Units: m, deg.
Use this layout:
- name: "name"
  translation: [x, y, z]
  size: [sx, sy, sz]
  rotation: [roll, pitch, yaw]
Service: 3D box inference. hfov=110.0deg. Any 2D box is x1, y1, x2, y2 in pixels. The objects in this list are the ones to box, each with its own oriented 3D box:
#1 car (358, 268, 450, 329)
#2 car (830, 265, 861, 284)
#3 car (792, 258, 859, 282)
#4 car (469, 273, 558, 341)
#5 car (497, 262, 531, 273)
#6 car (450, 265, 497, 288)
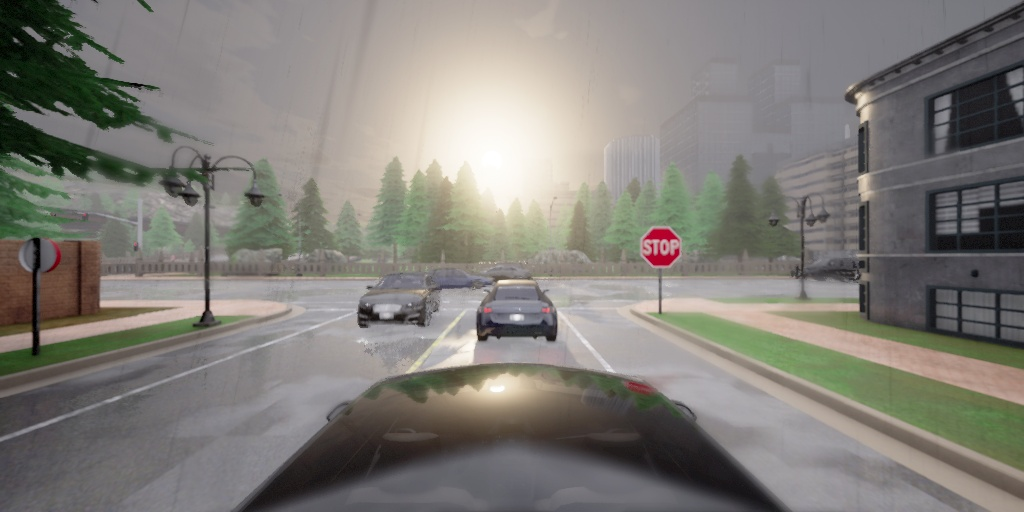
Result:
- name: "car"
  translation: [-3.431, 1.295, 11.688]
  size: [2.128, 1.511, 4.902]
  rotation: [0, -1, -5]
- name: "car"
  translation: [27.466, 1.515, 27.177]
  size: [4.718, 1.301, 1.895]
  rotation: [0, 0, -2]
- name: "car"
  translation: [27.257, 1.154, 30.673]
  size: [5.566, 2.045, 2.150]
  rotation: [0, 0, -2]
- name: "car"
  translation: [0.128, 1.355, 10.014]
  size: [1.994, 1.385, 4.181]
  rotation: [0, 0, 1]
- name: "car"
  translation: [-0.964, 1.400, 26.138]
  size: [4.902, 1.511, 2.128]
  rotation: [0, 0, -2]
- name: "car"
  translation: [-3.766, 1.437, 22.327]
  size: [5.357, 1.411, 2.033]
  rotation: [0, 0, -2]
